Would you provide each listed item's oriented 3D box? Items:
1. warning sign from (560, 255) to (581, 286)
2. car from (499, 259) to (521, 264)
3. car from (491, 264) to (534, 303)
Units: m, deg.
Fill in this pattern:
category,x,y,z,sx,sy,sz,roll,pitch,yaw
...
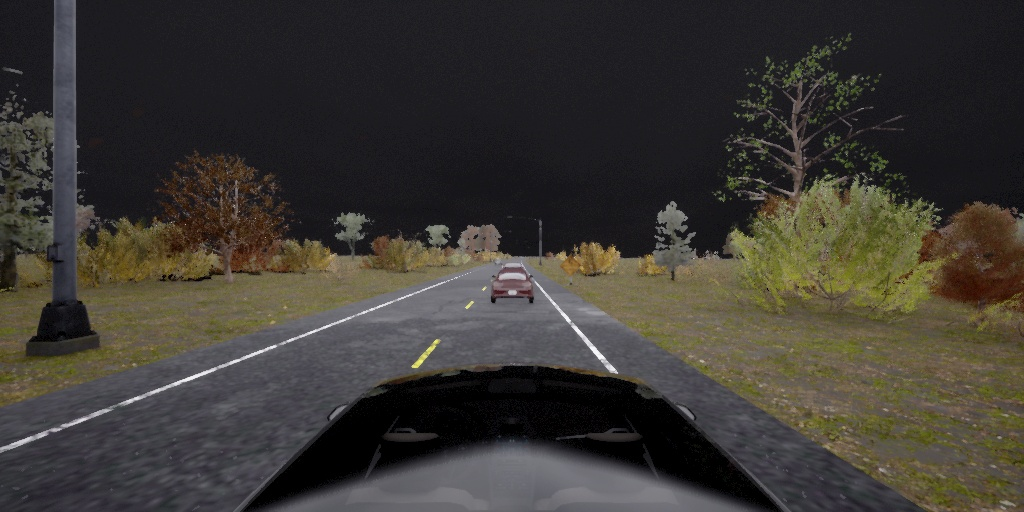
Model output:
category,x,y,z,sx,sy,sz,roll,pitch,yaw
warning sign,3.592,0.875,21.861,1.300,1.860,1.060,0,0,0
car,0.090,1.251,31.478,1.882,1.535,5.008,0,0,0
car,0.023,1.291,16.480,1.812,1.442,4.674,0,0,0
